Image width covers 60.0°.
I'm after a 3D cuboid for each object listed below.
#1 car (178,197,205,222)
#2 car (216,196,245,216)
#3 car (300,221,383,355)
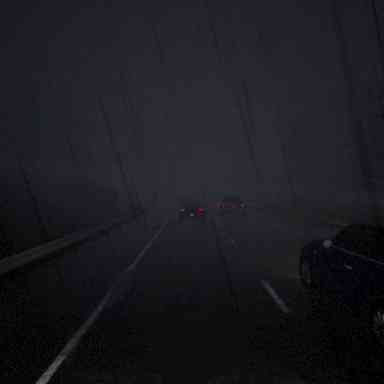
[{"bbox_3d":[-0.039,1.353,24.709,1.812,1.442,4.674,0,0,-1],"label":"car"},{"bbox_3d":[3.339,1.147,29.423,2.097,1.767,4.553,0,0,-2],"label":"car"},{"bbox_3d":[3.600,1.309,6.080,2.097,1.767,4.553,0,0,0],"label":"car"}]
